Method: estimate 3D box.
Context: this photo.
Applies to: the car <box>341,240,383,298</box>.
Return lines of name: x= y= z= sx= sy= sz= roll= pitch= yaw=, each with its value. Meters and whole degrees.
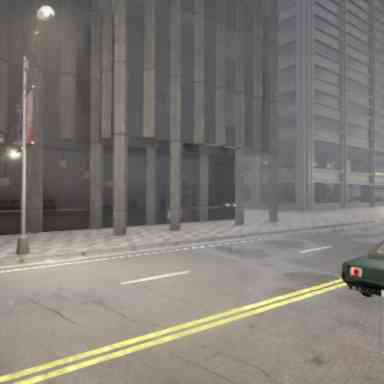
car: x=5.427 y=1.610 z=7.419 sx=4.718 sy=1.301 sz=1.895 roll=0 pitch=0 yaw=-36
